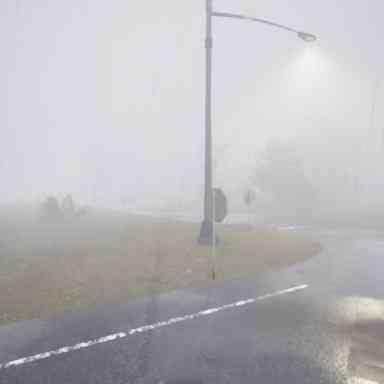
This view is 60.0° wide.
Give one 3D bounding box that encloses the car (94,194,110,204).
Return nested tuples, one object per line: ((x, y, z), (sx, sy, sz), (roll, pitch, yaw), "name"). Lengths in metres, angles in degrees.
((-16.278, 1.231, 60.886), (2.097, 1.767, 4.553), (0, 0, -34), "car")

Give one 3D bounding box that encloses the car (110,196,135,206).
((-10.571, 1.389, 52.367), (2.128, 1.511, 4.902), (0, 0, -33), "car")
